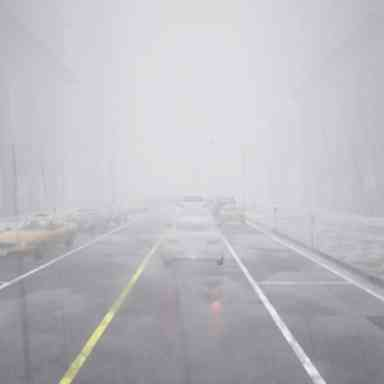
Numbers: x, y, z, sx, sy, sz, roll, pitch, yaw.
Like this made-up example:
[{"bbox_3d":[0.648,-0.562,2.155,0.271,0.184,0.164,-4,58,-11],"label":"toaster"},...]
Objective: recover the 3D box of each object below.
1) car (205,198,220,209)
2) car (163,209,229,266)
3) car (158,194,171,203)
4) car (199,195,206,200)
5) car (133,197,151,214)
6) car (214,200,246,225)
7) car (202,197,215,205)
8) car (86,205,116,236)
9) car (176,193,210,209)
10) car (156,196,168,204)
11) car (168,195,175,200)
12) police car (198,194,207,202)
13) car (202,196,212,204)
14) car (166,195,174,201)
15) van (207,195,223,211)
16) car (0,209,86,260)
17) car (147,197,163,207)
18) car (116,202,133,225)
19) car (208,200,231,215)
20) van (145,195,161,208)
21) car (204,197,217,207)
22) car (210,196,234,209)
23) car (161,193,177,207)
[{"bbox_3d":[2.829,1.538,46.349,1.887,1.381,4.507,0,0,0],"label":"car"},{"bbox_3d":[0.072,1.520,11.405,1.812,1.442,4.674,0,0,1],"label":"car"},{"bbox_3d":[-5.664,1.312,68.824,2.192,1.841,5.009,0,0,0],"label":"car"},{"bbox_3d":[2.894,1.556,91.296,1.887,1.381,4.507,0,0,0],"label":"car"},{"bbox_3d":[-5.713,1.518,34.942,1.752,1.417,4.829,0,0,0],"label":"car"},{"bbox_3d":[2.797,1.518,24.045,1.752,1.417,4.829,0,0,0],"label":"car"},{"bbox_3d":[2.846,1.545,57.579,2.008,1.369,4.403,0,0,0],"label":"car"},{"bbox_3d":[-5.737,1.574,18.256,1.802,1.307,4.206,0,0,0],"label":"car"},{"bbox_3d":[0.104,1.216,28.192,2.150,2.045,5.566,0,0,1],"label":"car"},{"bbox_3d":[-5.672,1.546,63.206,2.008,1.369,4.403,0,0,0],"label":"car"},{"bbox_3d":[-5.631,1.536,91.130,1.752,1.417,4.829,0,0,0],"label":"car"},{"bbox_3d":[2.480,1.427,78.605,1.930,1.638,5.238,0,0,0],"label":"police car"},{"bbox_3d":[2.854,1.521,63.374,1.752,1.417,4.829,0,0,0],"label":"car"},{"bbox_3d":[-5.639,1.572,85.681,1.947,1.339,4.313,0,0,0],"label":"car"},{"bbox_3d":[2.821,1.334,40.730,1.690,1.788,3.998,0,0,0],"label":"van"},{"bbox_3d":[-5.745,1.519,12.467,1.752,1.417,4.829,0,0,0],"label":"car"},{"bbox_3d":[-5.688,1.544,51.968,2.008,1.369,4.403,0,0,0],"label":"car"},{"bbox_3d":[-5.729,1.574,23.874,1.802,1.307,4.206,0,0,0],"label":"car"},{"bbox_3d":[2.813,1.543,35.112,2.008,1.369,4.403,0,0,0],"label":"car"},{"bbox_3d":[-5.696,1.334,46.350,1.690,1.788,3.998,0,0,0],"label":"van"},{"bbox_3d":[2.837,1.538,51.967,1.887,1.381,4.507,0,0,0],"label":"car"},{"bbox_3d":[2.804,1.308,29.493,2.192,1.841,5.009,0,0,0],"label":"car"},{"bbox_3d":[-3.009,1.214,50.880,2.150,2.045,5.566,0,0,0],"label":"car"}]
